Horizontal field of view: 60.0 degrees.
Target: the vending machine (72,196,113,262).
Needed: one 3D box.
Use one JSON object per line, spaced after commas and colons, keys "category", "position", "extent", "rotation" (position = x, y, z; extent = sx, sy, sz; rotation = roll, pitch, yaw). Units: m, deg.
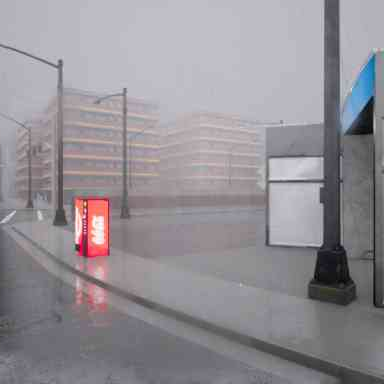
{"category": "vending machine", "position": [-3.375, 1.195, 11.275], "extent": [1.100, 2.100, 0.880], "rotation": [0, 0, -36]}
